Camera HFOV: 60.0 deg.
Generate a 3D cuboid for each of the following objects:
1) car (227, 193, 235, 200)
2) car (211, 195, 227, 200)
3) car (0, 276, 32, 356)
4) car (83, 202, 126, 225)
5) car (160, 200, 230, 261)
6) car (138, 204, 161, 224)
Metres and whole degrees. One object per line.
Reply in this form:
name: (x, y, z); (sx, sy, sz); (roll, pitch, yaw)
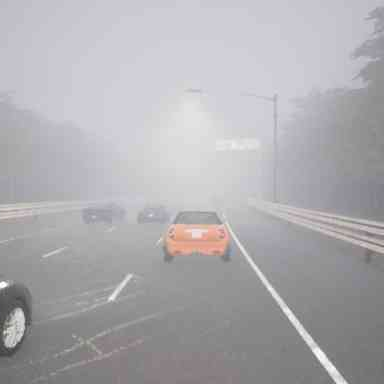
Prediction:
car: (9.591, 1.472, 87.900); (1.895, 1.301, 4.718); (0, 0, 12)
car: (4.681, 1.277, 60.789); (2.097, 1.767, 4.553); (0, 0, 8)
car: (-3.375, 1.496, 3.150); (1.837, 1.490, 4.892); (0, 0, 1)
car: (-6.167, 1.439, 23.896); (1.882, 1.535, 5.008); (0, 0, 4)
car: (0.217, 1.343, 12.368); (2.097, 1.767, 4.553); (0, 0, 2)
car: (-2.619, 1.534, 24.175); (1.994, 1.385, 4.181); (0, 0, 4)
